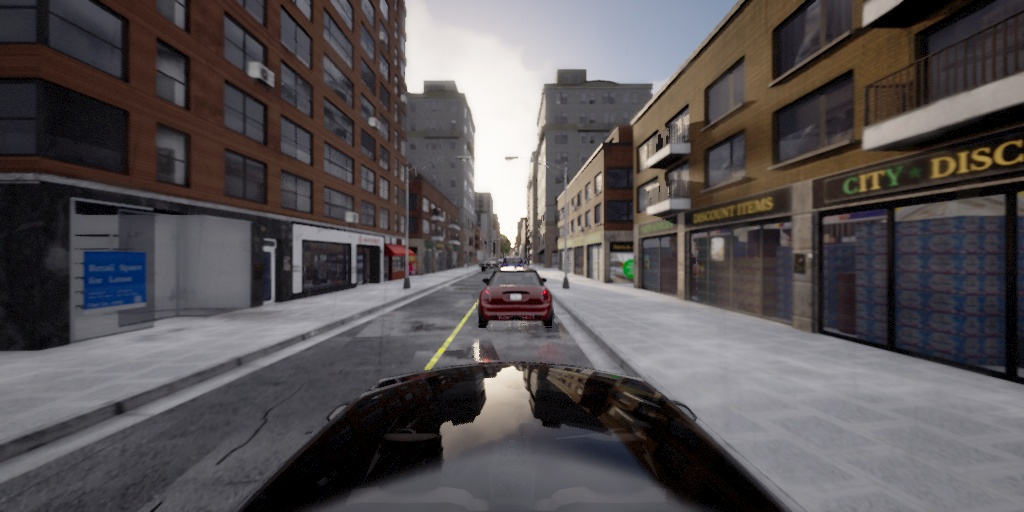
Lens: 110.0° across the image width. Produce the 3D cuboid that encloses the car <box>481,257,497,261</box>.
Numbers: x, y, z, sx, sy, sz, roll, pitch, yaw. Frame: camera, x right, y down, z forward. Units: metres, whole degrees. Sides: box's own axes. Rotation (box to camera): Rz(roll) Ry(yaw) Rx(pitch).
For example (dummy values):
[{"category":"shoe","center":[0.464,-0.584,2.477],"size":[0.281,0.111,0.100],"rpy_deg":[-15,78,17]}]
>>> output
[{"category":"car","center":[-3.057,1.131,49.562],"size":[2.150,2.045,5.566],"rpy_deg":[0,-1,1]}]

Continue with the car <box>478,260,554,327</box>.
[{"category":"car","center":[0.097,1.130,11.718],"size":[2.097,1.767,4.553],"rpy_deg":[0,0,0]}]

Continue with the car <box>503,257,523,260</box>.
[{"category":"car","center":[0.094,1.067,31.818],"size":[2.150,2.045,5.566],"rpy_deg":[0,0,0]}]
